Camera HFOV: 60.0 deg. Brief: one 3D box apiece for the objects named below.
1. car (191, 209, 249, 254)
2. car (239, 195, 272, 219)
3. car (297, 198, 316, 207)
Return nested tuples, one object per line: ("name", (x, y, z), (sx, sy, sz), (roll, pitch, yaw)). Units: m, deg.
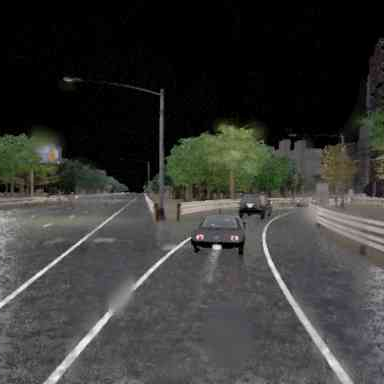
("car", (1.259, 1.613, 13.665), (1.895, 1.301, 4.718), (0, 0, 10))
("car", (5.673, 1.260, 29.544), (2.150, 2.045, 5.566), (0, 0, 21))
("car", (17.643, 1.649, 51.029), (1.994, 1.385, 4.181), (0, 0, 35))
